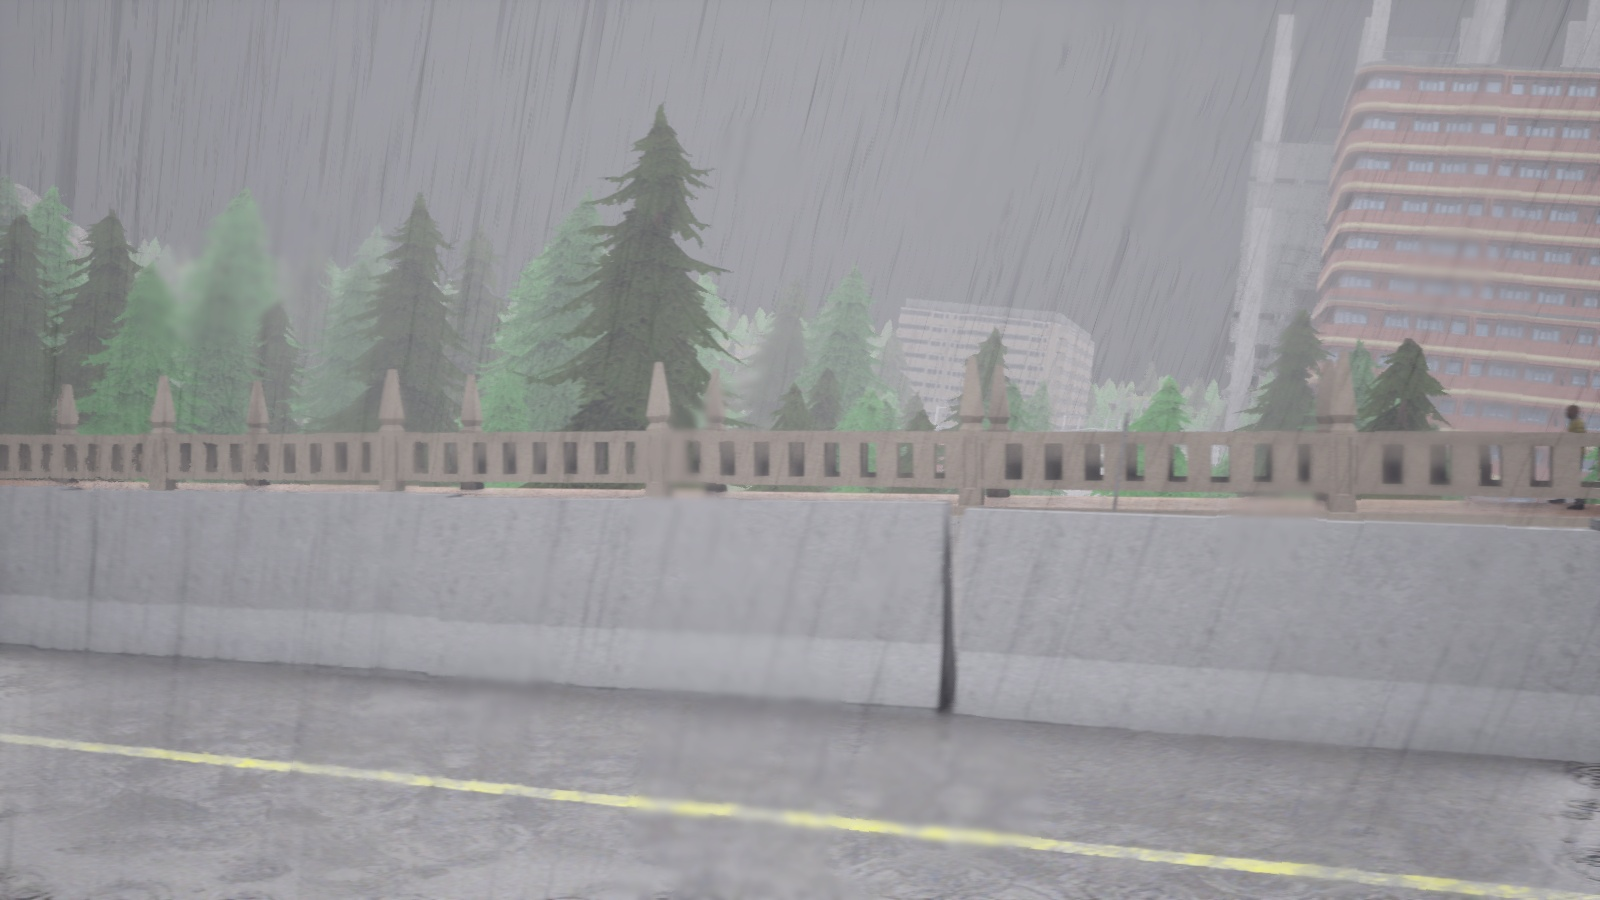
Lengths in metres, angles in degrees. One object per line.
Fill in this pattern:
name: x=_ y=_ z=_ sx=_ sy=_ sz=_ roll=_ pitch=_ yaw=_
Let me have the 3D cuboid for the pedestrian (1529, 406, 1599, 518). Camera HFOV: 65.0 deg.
pedestrian: x=13.178 y=0.195 z=21.665 sx=0.726 sy=1.835 sz=0.370 roll=8 pitch=3 yaw=19
